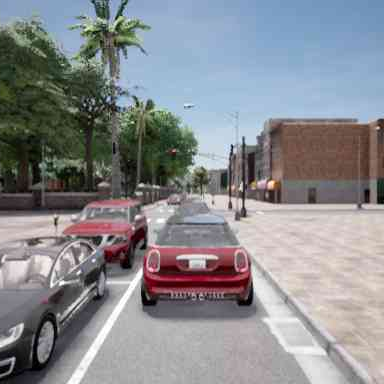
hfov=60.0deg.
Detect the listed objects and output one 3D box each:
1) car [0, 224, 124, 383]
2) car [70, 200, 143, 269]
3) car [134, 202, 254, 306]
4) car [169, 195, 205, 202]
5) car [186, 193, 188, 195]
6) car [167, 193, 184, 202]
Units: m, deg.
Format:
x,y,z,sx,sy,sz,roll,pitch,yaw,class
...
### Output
x,y,z,sx,sy,sz,roll,pitch,yaw,class
-2.638,1.502,5.487,2.008,1.369,4.403,0,0,0,car
-2.639,1.221,10.948,2.192,1.841,5.009,0,0,0,car
0.098,1.282,8.023,2.097,1.767,4.553,0,0,0,car
0.075,1.206,17.797,2.097,1.767,4.553,0,0,-1,car
-2.641,1.123,77.541,2.008,1.369,4.403,0,0,0,car
-2.640,1.110,49.097,1.967,1.590,4.097,0,0,0,car
